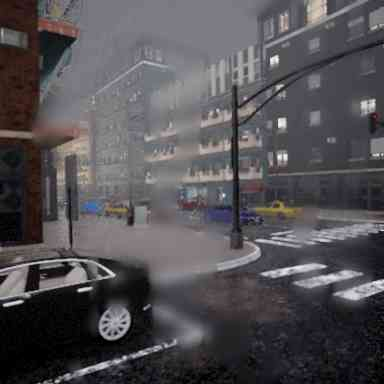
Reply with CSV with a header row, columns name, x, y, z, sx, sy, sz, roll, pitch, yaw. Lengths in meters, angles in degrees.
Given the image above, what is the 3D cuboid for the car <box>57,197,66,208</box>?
name,x,y,z,sx,sy,sz,roll,pitch,yaw
car,-19.488,1.542,48.211,1.967,1.590,4.097,-2,1,-36

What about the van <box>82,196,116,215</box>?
name,x,y,z,sx,sy,sz,roll,pitch,yaw
van,-9.817,1.397,34.716,1.690,1.788,3.998,-2,1,-36

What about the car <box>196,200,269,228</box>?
name,x,y,z,sx,sy,sz,roll,pitch,yaw
car,2.558,1.488,22.083,1.812,1.442,4.674,-2,1,-36

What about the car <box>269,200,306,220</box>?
name,x,y,z,sx,sy,sz,roll,pitch,yaw
car,6.571,1.351,26.244,1.752,1.417,4.829,-2,1,-36

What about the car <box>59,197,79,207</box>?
name,x,y,z,sx,sy,sz,roll,pitch,yaw
car,-19.613,1.581,53.008,1.812,1.442,4.674,-2,1,-36

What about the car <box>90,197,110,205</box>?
name,x,y,z,sx,sy,sz,roll,pitch,yaw
car,-15.901,1.498,57.591,1.947,1.339,4.313,-2,1,-36

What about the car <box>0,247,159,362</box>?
name,x,y,z,sx,sy,sz,roll,pitch,yaw
car,-2.596,1.547,4.722,4.403,1.369,2.008,-1,-1,-36

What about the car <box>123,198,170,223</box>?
name,x,y,z,sx,sy,sz,roll,pitch,yaw
car,-3.366,1.466,25.722,1.967,1.590,4.097,-2,1,-36

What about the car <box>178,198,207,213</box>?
name,x,y,z,sx,sy,sz,roll,pitch,yaw
car,0.219,1.295,35.100,1.967,1.590,4.097,-2,1,-36

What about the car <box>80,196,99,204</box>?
name,x,y,z,sx,sy,sz,roll,pitch,yaw
car,-19.125,1.500,62.089,2.008,1.369,4.403,-2,1,-36

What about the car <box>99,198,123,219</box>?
name,x,y,z,sx,sy,sz,roll,pitch,yaw
car,-6.489,1.565,30.082,1.752,1.417,4.829,-2,1,-36

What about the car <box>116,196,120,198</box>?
name,x,y,z,sx,sy,sz,roll,pitch,yaw
car,-12.679,1.356,53.092,1.967,1.590,4.097,-2,1,-36

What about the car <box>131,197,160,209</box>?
name,x,y,z,sx,sy,sz,roll,pitch,yaw
car,-6.227,1.435,44.098,2.008,1.369,4.403,-2,1,-36
